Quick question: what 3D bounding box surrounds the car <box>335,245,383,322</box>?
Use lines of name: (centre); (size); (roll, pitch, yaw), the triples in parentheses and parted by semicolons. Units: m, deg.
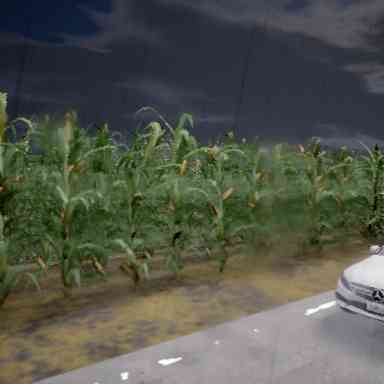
car: (4.714, 1.502, 6.429); (4.674, 1.442, 1.812); (0, 0, -36)
